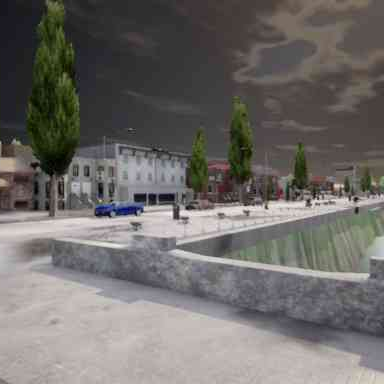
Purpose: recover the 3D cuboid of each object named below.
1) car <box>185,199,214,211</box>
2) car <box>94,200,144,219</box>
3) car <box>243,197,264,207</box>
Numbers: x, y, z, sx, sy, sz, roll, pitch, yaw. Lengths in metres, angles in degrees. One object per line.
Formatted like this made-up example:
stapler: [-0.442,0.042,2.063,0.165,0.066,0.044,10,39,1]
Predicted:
car: [0.928,1.566,40.476,1.994,1.385,4.181,0,0,35]
car: [-6.498,1.480,30.001,1.882,1.535,5.008,0,0,35]
car: [9.907,1.567,52.993,1.837,1.490,4.892,0,0,35]
